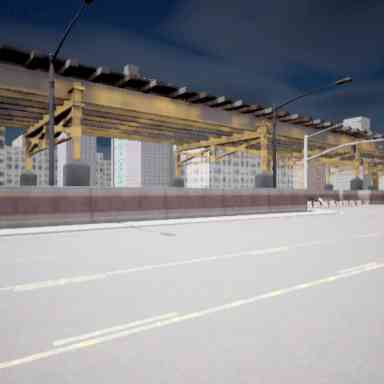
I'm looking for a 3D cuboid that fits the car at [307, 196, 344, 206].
[{"bbox_3d":[20.985,1.401,52.290,4.974,1.542,2.038,0,0,-7],"label":"car"}]

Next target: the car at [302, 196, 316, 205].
[{"bbox_3d":[17.090,1.243,48.580,1.853,1.218,4.536,0,0,18],"label":"car"}]

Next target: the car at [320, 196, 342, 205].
[{"bbox_3d":[20.933,1.243,52.283,4.536,1.218,1.853,0,0,-7],"label":"car"}]

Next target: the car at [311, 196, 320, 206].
[{"bbox_3d":[17.074,1.400,48.531,2.038,1.542,4.974,0,0,18],"label":"car"}]

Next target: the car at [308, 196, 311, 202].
[{"bbox_3d":[13.329,1.399,45.846,4.974,1.542,2.038,0,0,8],"label":"car"}]
